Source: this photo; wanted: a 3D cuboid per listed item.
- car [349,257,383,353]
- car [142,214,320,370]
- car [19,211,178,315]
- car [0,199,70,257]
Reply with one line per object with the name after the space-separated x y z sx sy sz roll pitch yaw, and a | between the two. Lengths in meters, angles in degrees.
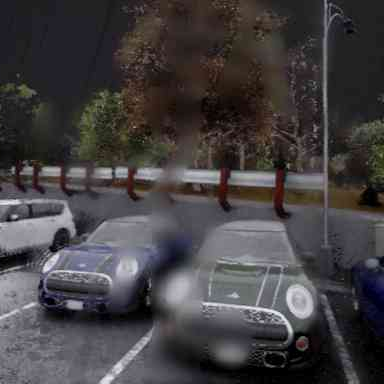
3.501 1.359 4.306 2.185 1.767 4.553 0 -1 15 | car
1.066 1.369 6.123 2.185 1.767 4.553 0 -1 16 | car
-1.400 1.377 7.880 2.185 1.767 4.553 0 -1 16 | car
-6.324 1.267 11.343 2.435 2.045 5.566 0 -1 16 | car
